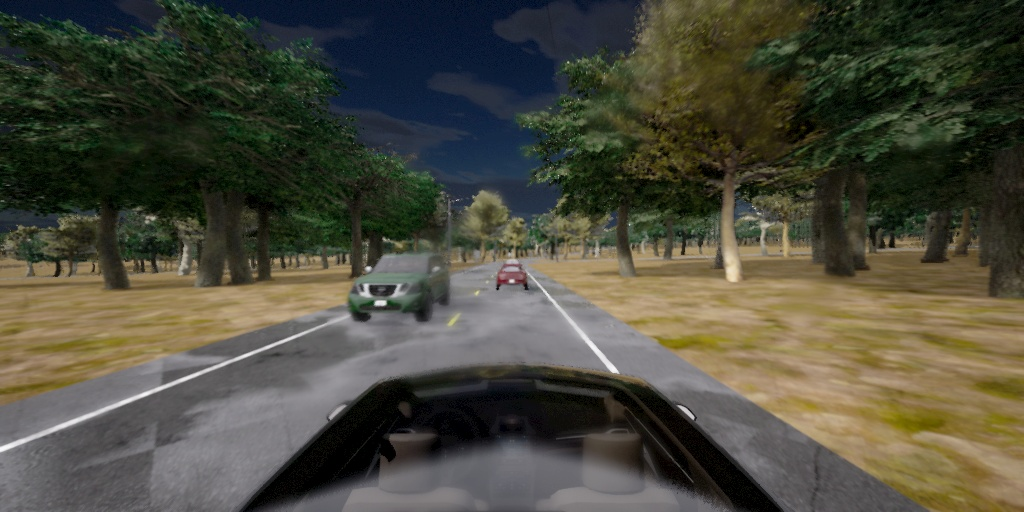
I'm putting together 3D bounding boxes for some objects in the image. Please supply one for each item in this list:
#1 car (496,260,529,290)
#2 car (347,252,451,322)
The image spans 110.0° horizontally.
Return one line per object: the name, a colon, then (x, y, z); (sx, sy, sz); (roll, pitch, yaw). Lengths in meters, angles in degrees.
car: (0.023, 1.154, 21.392); (1.812, 1.442, 4.674); (0, 0, 1)
car: (-3.511, 0.891, 12.337); (2.150, 2.045, 5.566); (0, 0, 0)
